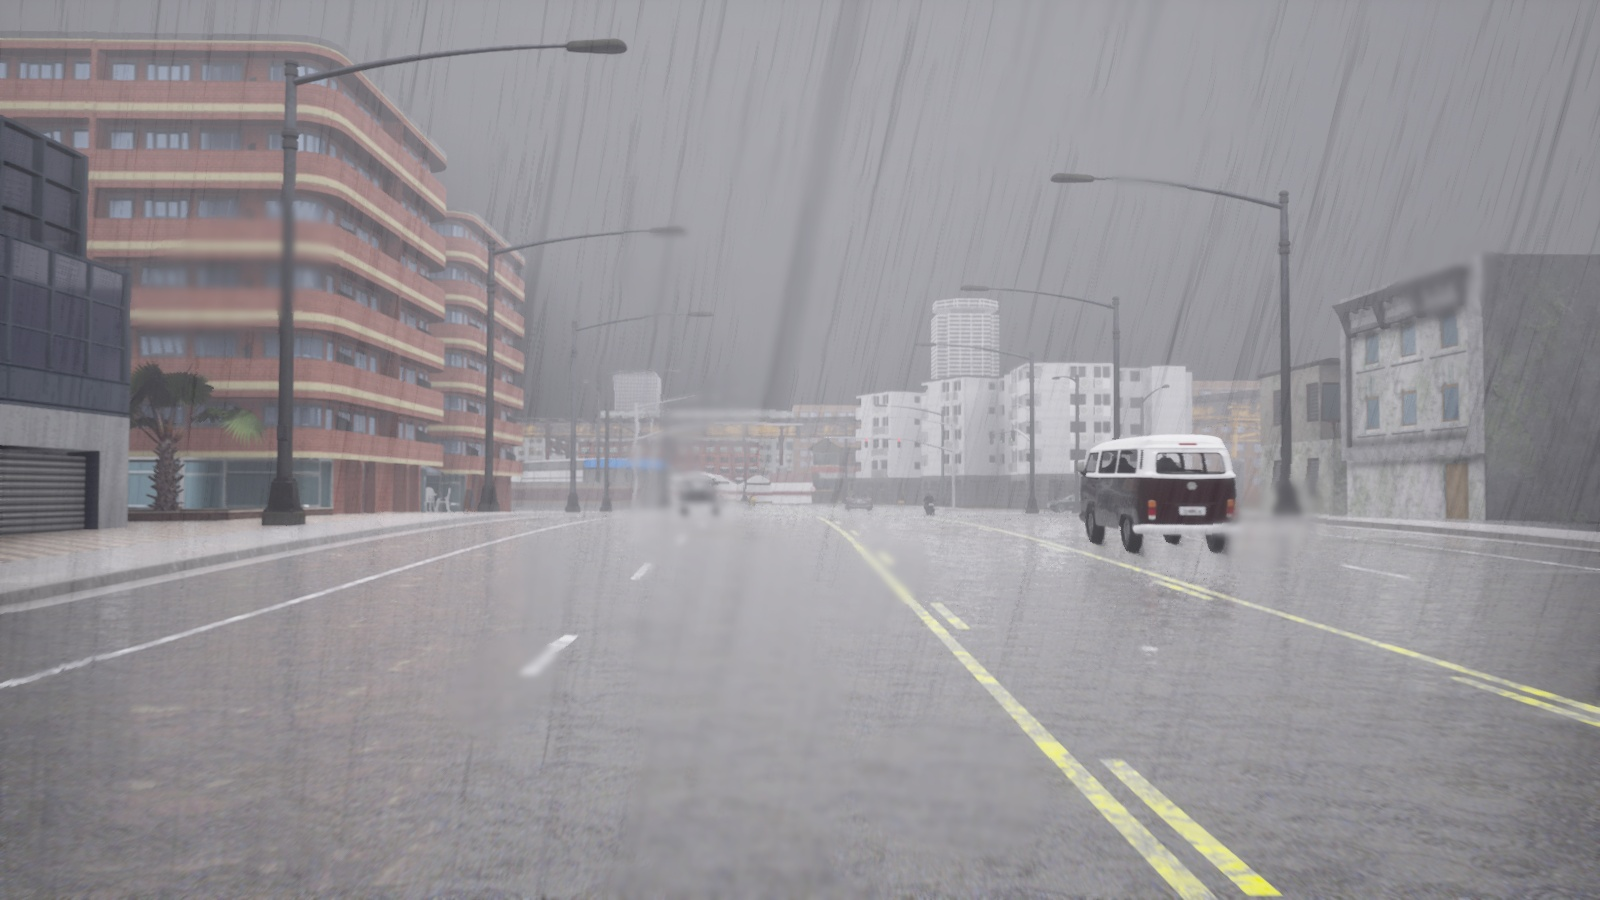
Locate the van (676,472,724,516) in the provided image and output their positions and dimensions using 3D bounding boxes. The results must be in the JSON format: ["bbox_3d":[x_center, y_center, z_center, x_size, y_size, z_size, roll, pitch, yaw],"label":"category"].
[{"bbox_3d":[-4.811,2.184,60.801,2.069,2.038,4.480,0,-3,-1],"label":"van"}]

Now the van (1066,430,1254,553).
[{"bbox_3d":[6.460,0.715,23.110,2.069,2.038,4.480,0,-1,-1],"label":"van"}]
